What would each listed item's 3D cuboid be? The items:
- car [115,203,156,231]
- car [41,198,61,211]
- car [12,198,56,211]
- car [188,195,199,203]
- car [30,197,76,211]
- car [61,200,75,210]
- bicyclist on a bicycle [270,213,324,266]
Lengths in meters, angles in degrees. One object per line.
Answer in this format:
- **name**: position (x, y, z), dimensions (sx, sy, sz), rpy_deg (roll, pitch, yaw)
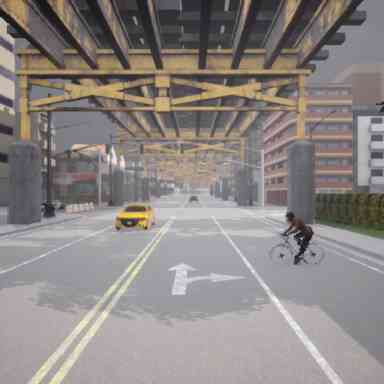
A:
- **car**: position (-3.449, 1.477, 20.984), dimensions (1.882, 1.535, 5.008), rpy_deg (0, 0, 1)
- **car**: position (-16.916, 1.451, 35.683), dimensions (4.974, 1.542, 2.038), rpy_deg (0, 0, 25)
- **car**: position (-16.963, 1.294, 35.705), dimensions (4.536, 1.218, 1.853), rpy_deg (0, 0, 25)
- **car**: position (0.347, 1.486, 71.231), dimensions (1.837, 1.490, 4.892), rpy_deg (0, 0, 0)
- **car**: position (-16.569, 1.451, 39.840), dimensions (4.974, 1.542, 2.038), rpy_deg (0, 0, -20)
- **car**: position (-16.617, 1.294, 39.823), dimensions (4.536, 1.218, 1.853), rpy_deg (0, 0, -20)
- **bicyclist on a bicycle**: position (3.184, 1.449, 10.132), dimensions (1.656, 1.620, 0.582), rpy_deg (-2, 0, 0)
